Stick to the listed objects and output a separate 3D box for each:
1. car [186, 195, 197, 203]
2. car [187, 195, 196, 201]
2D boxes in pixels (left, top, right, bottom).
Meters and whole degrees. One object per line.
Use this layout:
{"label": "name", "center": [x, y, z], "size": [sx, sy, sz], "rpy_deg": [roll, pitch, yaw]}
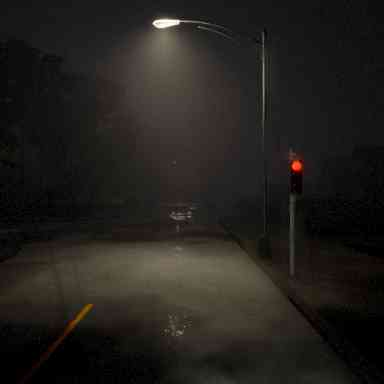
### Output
{"label": "car", "center": [-0.073, 1.525, 67.501], "size": [1.812, 1.442, 4.674], "rpy_deg": [0, 0, 0]}
{"label": "car", "center": [-0.084, 1.427, 77.535], "size": [1.895, 1.301, 4.718], "rpy_deg": [0, 0, 0]}
